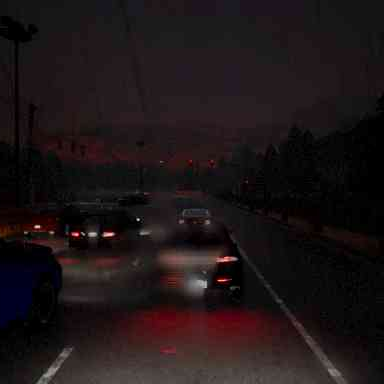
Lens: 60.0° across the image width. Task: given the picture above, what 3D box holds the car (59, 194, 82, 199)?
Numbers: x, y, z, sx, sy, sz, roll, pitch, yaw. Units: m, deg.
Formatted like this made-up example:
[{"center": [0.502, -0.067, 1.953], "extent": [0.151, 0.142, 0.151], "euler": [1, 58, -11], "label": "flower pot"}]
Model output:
[{"center": [-20.740, 1.072, 55.675], "extent": [1.882, 1.535, 5.008], "euler": [0, 0, 2], "label": "car"}]

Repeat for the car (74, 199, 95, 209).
[{"center": [-6.831, 1.360, 17.152], "extent": [1.882, 1.535, 5.008], "euler": [0, 0, 0], "label": "car"}]

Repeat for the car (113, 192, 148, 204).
[{"center": [-7.905, 1.167, 44.848], "extent": [2.128, 1.511, 4.902], "euler": [1, 1, 27], "label": "car"}]

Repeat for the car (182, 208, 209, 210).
[{"center": [0.186, 1.478, 17.747], "extent": [1.895, 1.301, 4.718], "euler": [0, 0, 0], "label": "car"}]

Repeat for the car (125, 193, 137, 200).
[{"center": [-13.545, 0.978, 74.491], "extent": [1.812, 1.442, 4.674], "euler": [0, 0, 0], "label": "car"}]

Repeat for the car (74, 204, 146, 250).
[{"center": [-3.339, 1.455, 13.737], "extent": [2.033, 1.411, 5.357], "euler": [0, 0, 0], "label": "car"}]

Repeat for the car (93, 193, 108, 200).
[{"center": [-20.542, 0.929, 74.950], "extent": [1.882, 1.535, 5.008], "euler": [0, 0, 0], "label": "car"}]

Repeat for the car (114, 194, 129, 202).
[{"center": [-13.649, 1.055, 64.470], "extent": [1.812, 1.442, 4.674], "euler": [0, 0, 1], "label": "car"}]

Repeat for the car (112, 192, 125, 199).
[{"center": [-17.026, 0.787, 77.485], "extent": [2.097, 1.767, 4.553], "euler": [0, 0, 0], "label": "car"}]

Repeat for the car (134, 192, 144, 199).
[{"center": [-13.479, 0.856, 84.707], "extent": [1.882, 1.535, 5.008], "euler": [0, 0, 0], "label": "car"}]

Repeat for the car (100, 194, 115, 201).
[{"center": [-17.092, 1.071, 67.352], "extent": [1.994, 1.385, 4.181], "euler": [0, 0, 0], "label": "car"}]

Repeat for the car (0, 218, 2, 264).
[{"center": [-6.876, 1.513, 8.167], "extent": [1.994, 1.385, 4.181], "euler": [0, 0, 1], "label": "car"}]

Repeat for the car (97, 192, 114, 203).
[{"center": [-13.755, 1.122, 55.407], "extent": [1.812, 1.442, 4.674], "euler": [0, 0, 1], "label": "car"}]

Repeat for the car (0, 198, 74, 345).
[{"center": [-3.385, 1.205, 3.563], "extent": [2.150, 2.045, 5.566], "euler": [0, 0, 0], "label": "car"}]

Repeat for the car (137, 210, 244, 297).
[{"center": [0.132, 1.439, 8.417], "extent": [2.128, 1.511, 4.902], "euler": [0, 0, 0], "label": "car"}]

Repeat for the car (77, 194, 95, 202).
[{"center": [-20.621, 1.126, 65.009], "extent": [1.895, 1.301, 4.718], "euler": [0, 0, 1], "label": "car"}]

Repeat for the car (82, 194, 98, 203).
[{"center": [-17.232, 1.146, 57.376], "extent": [1.994, 1.385, 4.181], "euler": [0, 0, 1], "label": "car"}]

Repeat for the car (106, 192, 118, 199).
[{"center": [-20.476, 0.852, 85.169], "extent": [1.882, 1.535, 5.008], "euler": [0, 0, 0], "label": "car"}]
